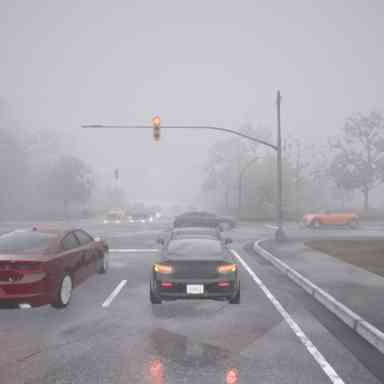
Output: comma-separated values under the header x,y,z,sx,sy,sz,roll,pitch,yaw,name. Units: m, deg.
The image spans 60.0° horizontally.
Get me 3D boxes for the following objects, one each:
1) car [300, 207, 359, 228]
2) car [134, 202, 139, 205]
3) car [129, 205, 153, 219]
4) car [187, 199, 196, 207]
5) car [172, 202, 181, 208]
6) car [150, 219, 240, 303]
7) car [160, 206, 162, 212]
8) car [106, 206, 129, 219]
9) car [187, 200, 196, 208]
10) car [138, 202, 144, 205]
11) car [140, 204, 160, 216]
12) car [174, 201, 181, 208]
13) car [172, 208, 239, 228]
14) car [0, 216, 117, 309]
x,y,z,sx,sy,sz,roll,pitch,yaw,name
11.754,2.161,28.625,4.553,1.767,2.097,0,-2,-2,car
-10.692,3.101,55.856,2.097,1.767,4.553,0,-1,0,car
-7.178,3.032,47.133,1.882,1.535,5.008,0,-2,1,car
-0.261,2.887,86.971,2.097,1.767,4.553,0,0,-4,car
-3.649,3.350,76.936,1.895,1.301,4.718,0,0,0,car
0.064,1.605,8.225,1.812,1.442,4.674,0,-1,0,car
-7.151,3.305,66.660,2.128,1.511,4.902,0,0,0,car
-10.688,3.028,46.997,1.882,1.535,5.008,0,-2,0,car
-0.150,3.298,77.237,1.994,1.385,4.181,0,0,0,car
-10.651,3.034,66.516,2.150,2.045,5.566,0,0,0,car
-7.194,3.251,56.603,2.128,1.511,4.902,0,-1,0,car
-3.769,3.220,86.847,1.812,1.442,4.674,0,0,-4,car
1.016,2.152,24.887,4.892,1.490,1.837,0,-2,1,car
-3.433,1.555,8.081,1.882,1.535,5.008,0,-1,0,car
